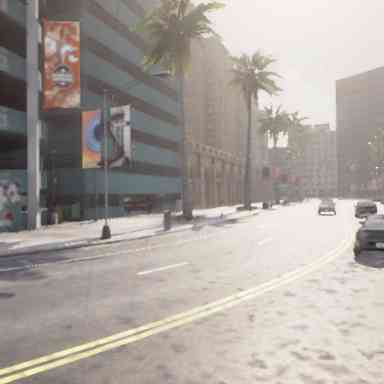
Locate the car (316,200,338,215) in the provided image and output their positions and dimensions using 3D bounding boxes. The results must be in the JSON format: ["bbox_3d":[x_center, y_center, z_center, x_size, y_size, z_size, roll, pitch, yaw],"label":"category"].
[{"bbox_3d":[14.859,1.670,36.527,1.812,1.442,4.674,-1,-1,24],"label":"car"}]

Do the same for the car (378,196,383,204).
[{"bbox_3d":[38.671,1.607,65.367,2.185,1.767,4.553,-1,-1,24],"label":"car"}]

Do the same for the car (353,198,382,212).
[{"bbox_3d":[17.111,1.662,32.749,1.837,1.490,4.892,-1,-1,24],"label":"car"}]

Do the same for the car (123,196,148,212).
[{"bbox_3d":[-8.188,1.642,45.779,2.435,2.045,5.566,-1,-1,24],"label":"car"}]

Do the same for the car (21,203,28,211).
[{"bbox_3d":[-25.420,2.364,52.535,1.895,1.301,4.718,-1,-1,24],"label":"car"}]

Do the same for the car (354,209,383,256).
[{"bbox_3d":[7.449,1.581,12.787,1.812,1.442,4.674,-1,-1,33],"label":"car"}]
